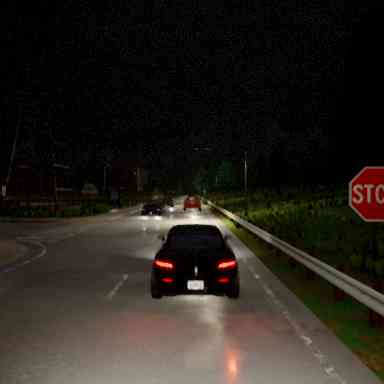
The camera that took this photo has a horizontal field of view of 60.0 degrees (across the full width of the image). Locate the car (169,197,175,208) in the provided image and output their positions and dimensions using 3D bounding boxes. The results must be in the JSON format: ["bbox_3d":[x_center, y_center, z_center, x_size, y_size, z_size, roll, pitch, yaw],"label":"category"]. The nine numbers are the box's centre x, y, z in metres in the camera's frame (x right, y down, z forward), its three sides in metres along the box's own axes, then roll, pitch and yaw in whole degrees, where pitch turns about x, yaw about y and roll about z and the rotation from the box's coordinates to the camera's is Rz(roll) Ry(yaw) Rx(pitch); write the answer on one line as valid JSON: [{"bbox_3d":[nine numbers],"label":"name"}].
[{"bbox_3d":[-3.590,1.501,47.796,1.812,1.442,4.674,0,0,0],"label":"car"}]

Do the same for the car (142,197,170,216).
[{"bbox_3d":[-3.671,1.530,32.796,2.033,1.411,5.357,0,0,1],"label":"car"}]

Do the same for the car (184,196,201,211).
[{"bbox_3d":[0.032,1.330,41.474,2.097,1.767,4.553,0,0,0],"label":"car"}]

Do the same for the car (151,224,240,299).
[{"bbox_3d":[0.067,1.521,8.336,1.812,1.442,4.674,0,0,0],"label":"car"}]
